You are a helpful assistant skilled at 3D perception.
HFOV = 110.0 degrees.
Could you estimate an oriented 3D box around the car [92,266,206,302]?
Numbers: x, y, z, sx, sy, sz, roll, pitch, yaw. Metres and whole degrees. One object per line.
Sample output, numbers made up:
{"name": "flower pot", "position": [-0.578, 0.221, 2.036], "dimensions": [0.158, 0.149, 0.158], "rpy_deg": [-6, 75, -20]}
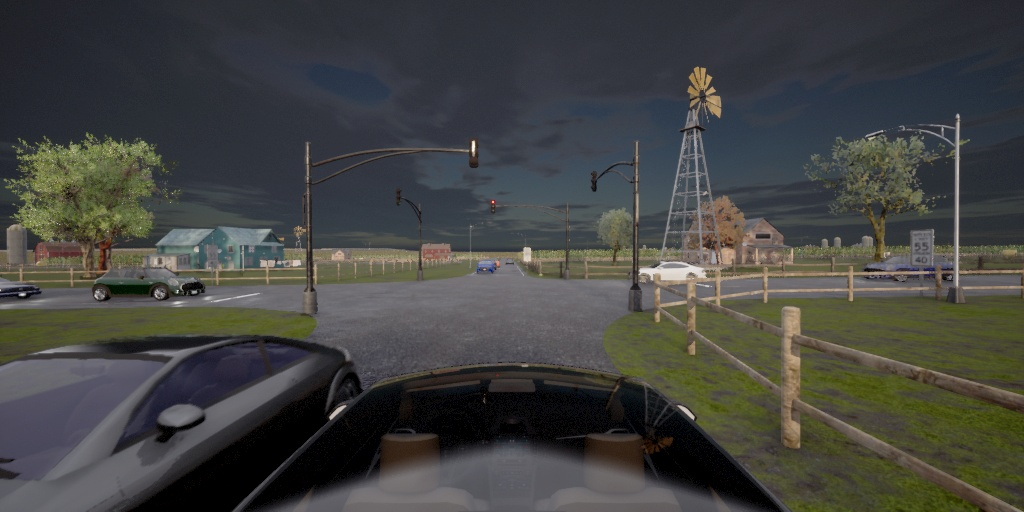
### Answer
{"name": "car", "position": [-19.180, 1.376, 19.094], "dimensions": [4.553, 1.767, 2.097], "rpy_deg": [-1, 1, 0]}

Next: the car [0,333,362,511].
{"name": "car", "position": [-2.753, 1.314, 2.468], "dimensions": [1.994, 1.385, 4.181], "rpy_deg": [0, 0, 1]}

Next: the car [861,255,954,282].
{"name": "car", "position": [25.320, 0.707, 23.009], "dimensions": [4.553, 1.767, 2.097], "rpy_deg": [-1, 1, 0]}

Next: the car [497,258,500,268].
{"name": "car", "position": [-3.129, 1.304, 51.875], "dimensions": [2.033, 1.411, 5.357], "rpy_deg": [0, 0, -1]}

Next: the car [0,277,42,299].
{"name": "car", "position": [-28.698, 1.702, 19.048], "dimensions": [5.357, 1.411, 2.033], "rpy_deg": [-1, 1, 0]}

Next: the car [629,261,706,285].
{"name": "car", "position": [10.074, 1.074, 23.462], "dimensions": [4.674, 1.442, 1.812], "rpy_deg": [-1, 1, 7]}

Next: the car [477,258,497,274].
{"name": "car", "position": [-3.056, 1.231, 41.971], "dimensions": [1.882, 1.535, 5.008], "rpy_deg": [0, 0, -1]}

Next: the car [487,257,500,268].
{"name": "car", "position": [-3.178, 1.112, 61.908], "dimensions": [2.097, 1.767, 4.553], "rpy_deg": [0, 0, 0]}
